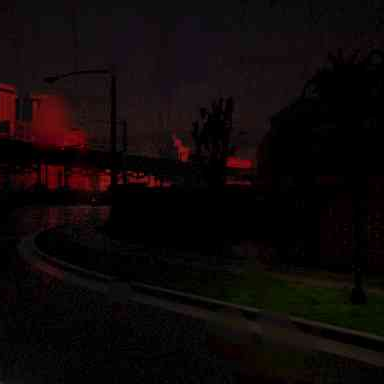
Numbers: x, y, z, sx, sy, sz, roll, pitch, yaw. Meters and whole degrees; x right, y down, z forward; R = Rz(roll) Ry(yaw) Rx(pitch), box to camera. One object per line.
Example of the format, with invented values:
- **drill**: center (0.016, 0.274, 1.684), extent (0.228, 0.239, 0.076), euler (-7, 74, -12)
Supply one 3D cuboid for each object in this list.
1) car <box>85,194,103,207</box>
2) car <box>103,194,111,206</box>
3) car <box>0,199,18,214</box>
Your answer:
- **car**: center (-13.077, 1.118, 47.840), extent (2.097, 1.767, 4.553), euler (0, 1, 37)
- **car**: center (-9.314, 0.969, 47.020), extent (2.150, 2.045, 5.566), euler (0, 1, 37)
- **car**: center (-19.879, 1.423, 32.863), extent (2.128, 1.511, 4.902), euler (0, 0, 35)
